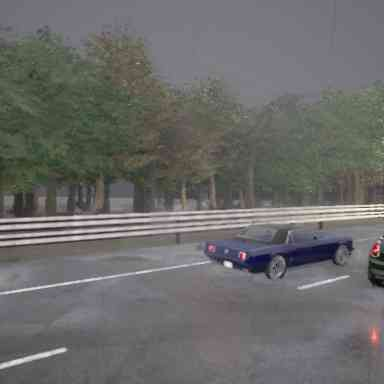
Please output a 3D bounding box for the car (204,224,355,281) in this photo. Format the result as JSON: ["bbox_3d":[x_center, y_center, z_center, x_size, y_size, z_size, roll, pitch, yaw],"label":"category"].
[{"bbox_3d":[2.774,1.597,9.880,4.718,1.301,1.895,0,0,-34],"label":"car"}]

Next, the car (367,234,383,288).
[{"bbox_3d":[6.300,1.352,8.026,4.553,1.767,2.097,0,0,-34],"label":"car"}]
